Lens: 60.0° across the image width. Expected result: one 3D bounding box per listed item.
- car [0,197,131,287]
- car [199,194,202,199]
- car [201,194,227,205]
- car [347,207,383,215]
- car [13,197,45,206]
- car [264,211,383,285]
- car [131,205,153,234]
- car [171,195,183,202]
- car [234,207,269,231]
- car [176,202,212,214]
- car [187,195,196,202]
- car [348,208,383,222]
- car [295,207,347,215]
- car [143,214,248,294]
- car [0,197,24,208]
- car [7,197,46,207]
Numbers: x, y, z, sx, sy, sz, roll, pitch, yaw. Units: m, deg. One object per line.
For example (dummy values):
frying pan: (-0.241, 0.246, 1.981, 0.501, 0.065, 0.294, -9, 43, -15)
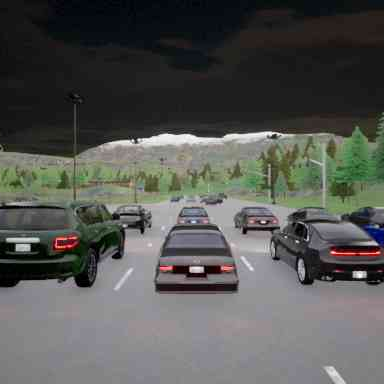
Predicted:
car: (-3.418, 1.221, 9.424, 2.150, 2.045, 5.566, 0, 0, 0)
car: (2.888, 1.525, 66.777, 1.812, 1.442, 4.674, 0, 0, 7)
car: (3.927, 1.492, 57.440, 2.128, 1.511, 4.902, 0, 0, 23)
car: (10.567, 1.548, 19.239, 2.033, 1.411, 5.357, 0, 0, 0)
car: (-26.083, 1.564, 53.447, 4.181, 1.385, 1.994, 0, 0, -1)
car: (3.568, 1.505, 9.480, 1.837, 1.490, 4.892, 0, 0, 0)
car: (-3.433, 1.492, 19.343, 2.128, 1.511, 4.902, 0, 0, 0)
car: (-3.698, 1.518, 75.433, 2.128, 1.511, 4.902, 0, 0, 0)
car: (3.566, 1.548, 19.092, 2.033, 1.411, 5.357, 0, 0, 0)
car: (0.071, 1.548, 19.106, 2.033, 1.411, 5.357, 0, 0, 0)
car: (-0.164, 1.597, 74.697, 1.895, 1.301, 4.718, 0, 0, 0)
car: (7.084, 1.478, 10.420, 1.882, 1.535, 5.008, 0, 0, 0)
car: (7.064, 1.564, 19.653, 1.994, 1.385, 4.181, 0, 0, 0)
car: (0.086, 1.547, 8.935, 2.033, 1.411, 5.357, 0, 0, 0)
car: (-26.391, 1.491, 46.442, 4.902, 1.511, 2.128, 0, 0, 0)
car: (-24.813, 1.505, 49.957, 4.892, 1.490, 1.837, 0, 0, 0)
